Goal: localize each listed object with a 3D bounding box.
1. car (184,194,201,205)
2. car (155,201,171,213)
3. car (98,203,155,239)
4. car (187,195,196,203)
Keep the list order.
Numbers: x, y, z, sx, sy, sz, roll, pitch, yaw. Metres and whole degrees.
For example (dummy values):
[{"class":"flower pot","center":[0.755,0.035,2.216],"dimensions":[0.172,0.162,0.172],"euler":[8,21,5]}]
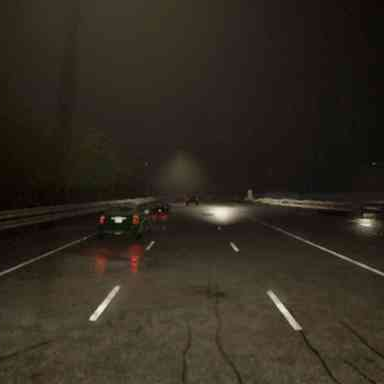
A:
[{"class":"car","center":[0.046,1.466,63.216],"dimensions":[2.150,2.045,5.566],"euler":[0,0,0]},{"class":"car","center":[-3.432,1.698,37.757],"dimensions":[1.895,1.301,4.718],"euler":[0,0,0]},{"class":"car","center":[-3.415,1.377,17.595],"dimensions":[2.097,1.767,4.553],"euler":[0,0,0]},{"class":"car","center":[-0.070,1.728,84.271],"dimensions":[2.097,1.767,4.553],"euler":[0,0,0]}]
